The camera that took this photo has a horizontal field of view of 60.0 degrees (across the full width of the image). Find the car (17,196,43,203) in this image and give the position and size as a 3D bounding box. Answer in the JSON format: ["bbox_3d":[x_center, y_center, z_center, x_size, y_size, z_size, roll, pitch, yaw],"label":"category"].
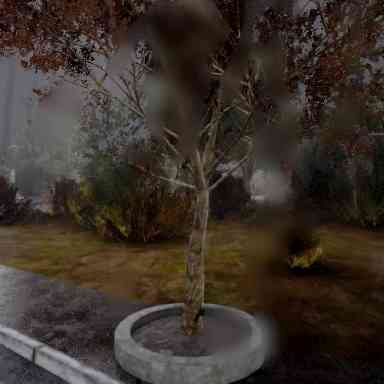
[{"bbox_3d":[-22.051,1.216,44.885,2.033,1.411,5.357,1,0,32],"label":"car"}]
